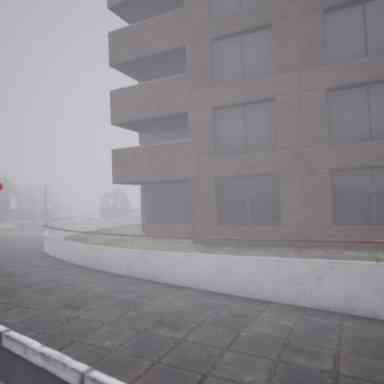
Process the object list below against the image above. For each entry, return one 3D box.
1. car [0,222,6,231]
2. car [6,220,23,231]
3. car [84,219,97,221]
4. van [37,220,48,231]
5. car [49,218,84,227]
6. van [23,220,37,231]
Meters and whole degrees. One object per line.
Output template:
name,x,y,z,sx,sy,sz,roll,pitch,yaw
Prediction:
car,-34.269,5.834,55.464,4.674,1.452,2.002,-1,-7,6
car,-33.126,6.090,58.188,5.366,1.575,1.946,-1,-6,6
car,-25.024,7.610,74.406,5.566,2.045,2.435,-1,-6,6
van,-30.177,6.454,63.596,4.442,1.987,1.878,-1,-7,6
car,-24.226,6.482,64.036,2.150,2.045,5.566,-3,-7,26
van,-31.501,6.158,60.889,4.442,1.987,1.878,-1,-7,6
